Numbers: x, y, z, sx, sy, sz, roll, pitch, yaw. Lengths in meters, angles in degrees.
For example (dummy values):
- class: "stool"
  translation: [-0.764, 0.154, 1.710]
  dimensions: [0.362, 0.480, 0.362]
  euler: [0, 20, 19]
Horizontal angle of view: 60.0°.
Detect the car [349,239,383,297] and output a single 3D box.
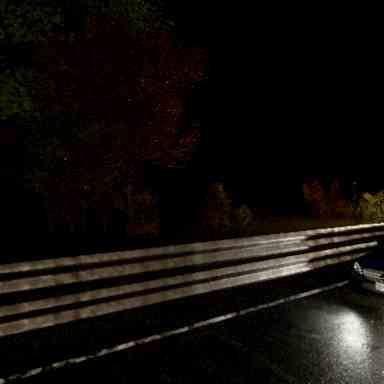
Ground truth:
- class: "car"
  translation: [5.513, 1.543, 7.617]
  dimensions: [4.674, 1.442, 1.812]
  euler: [0, 0, -36]
